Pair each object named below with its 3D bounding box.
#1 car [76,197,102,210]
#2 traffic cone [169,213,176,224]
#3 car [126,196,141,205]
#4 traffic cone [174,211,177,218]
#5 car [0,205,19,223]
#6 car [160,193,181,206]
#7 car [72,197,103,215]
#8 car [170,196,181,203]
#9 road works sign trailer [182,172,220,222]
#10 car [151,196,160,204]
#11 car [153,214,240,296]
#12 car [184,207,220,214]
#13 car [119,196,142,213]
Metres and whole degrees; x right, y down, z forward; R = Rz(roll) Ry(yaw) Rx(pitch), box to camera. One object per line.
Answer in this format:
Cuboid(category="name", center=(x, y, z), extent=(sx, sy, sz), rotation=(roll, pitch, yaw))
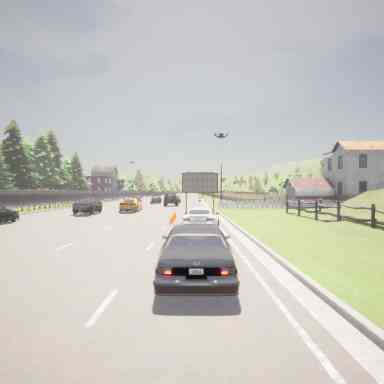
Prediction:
Cuboid(category="car", center=(-13.844, 1.472, 44.906), extent=(1.882, 1.535, 5.008), rotation=(0, 0, 0))
Cuboid(category="traffic cone", center=(-1.459, 1.953, 23.139), extent=(0.340, 0.580, 0.340), rotation=(0, 0, 0))
Cuboid(category="car", center=(-10.327, 1.471, 59.089), extent=(1.882, 1.535, 5.008), rotation=(0, 0, 0))
Cuboid(category="traffic cone", center=(-1.456, 1.952, 25.139), extent=(0.340, 0.580, 0.340), rotation=(0, 0, 0))
Cuboid(category="car", center=(-13.871, 1.560, 23.117), extent=(1.994, 1.385, 4.181), rotation=(0, 0, 0))
Cuboid(category="car", center=(-3.334, 1.215, 53.319), extent=(2.150, 2.045, 5.566), rotation=(0, 0, 0))
Cuboid(category="car", center=(-10.359, 1.486, 33.230), extent=(2.128, 1.511, 4.902), rotation=(0, 0, 0))
Cuboid(category="car", center=(-3.315, 1.556, 68.534), extent=(1.994, 1.385, 4.181), rotation=(0, 0, 0))
Cuboid(category="road works sign trailer", center=(0.513, 0.462, 22.048), extent=(2.380, 3.560, 2.880), rotation=(0, 0, -4))
Cuboid(category="car", center=(-6.820, 1.482, 64.433), extent=(2.128, 1.511, 4.902), rotation=(0, 0, 0))
Cuboid(category="car", center=(0.108, 1.546, 8.782), extent=(2.033, 1.411, 5.357), rotation=(0, 0, 1))
Cuboid(category="car", center=(0.519, 1.536, 18.434), extent=(1.812, 1.442, 4.674), rotation=(0, -1, 6))
Cuboid(category="car", center=(-6.854, 1.473, 37.532), extent=(1.882, 1.535, 5.008), rotation=(0, 0, 0))
